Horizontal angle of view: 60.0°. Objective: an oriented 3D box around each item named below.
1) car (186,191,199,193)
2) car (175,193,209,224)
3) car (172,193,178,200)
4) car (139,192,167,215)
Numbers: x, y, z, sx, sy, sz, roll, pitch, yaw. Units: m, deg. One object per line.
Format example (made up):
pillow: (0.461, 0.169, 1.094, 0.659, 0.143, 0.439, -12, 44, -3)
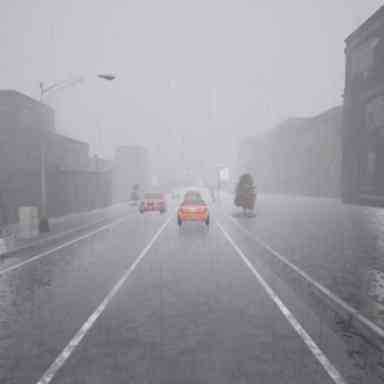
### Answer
car: (0.071, 0.889, 43.292, 2.150, 2.045, 5.566, 0, 0, 0)
car: (0.100, 1.204, 23.589, 2.097, 1.767, 4.553, 0, 1, 0)
car: (-3.441, 0.912, 72.823, 1.837, 1.490, 4.892, 0, 0, 0)
car: (-3.585, 0.996, 31.565, 2.150, 2.045, 5.566, 0, 1, 0)
